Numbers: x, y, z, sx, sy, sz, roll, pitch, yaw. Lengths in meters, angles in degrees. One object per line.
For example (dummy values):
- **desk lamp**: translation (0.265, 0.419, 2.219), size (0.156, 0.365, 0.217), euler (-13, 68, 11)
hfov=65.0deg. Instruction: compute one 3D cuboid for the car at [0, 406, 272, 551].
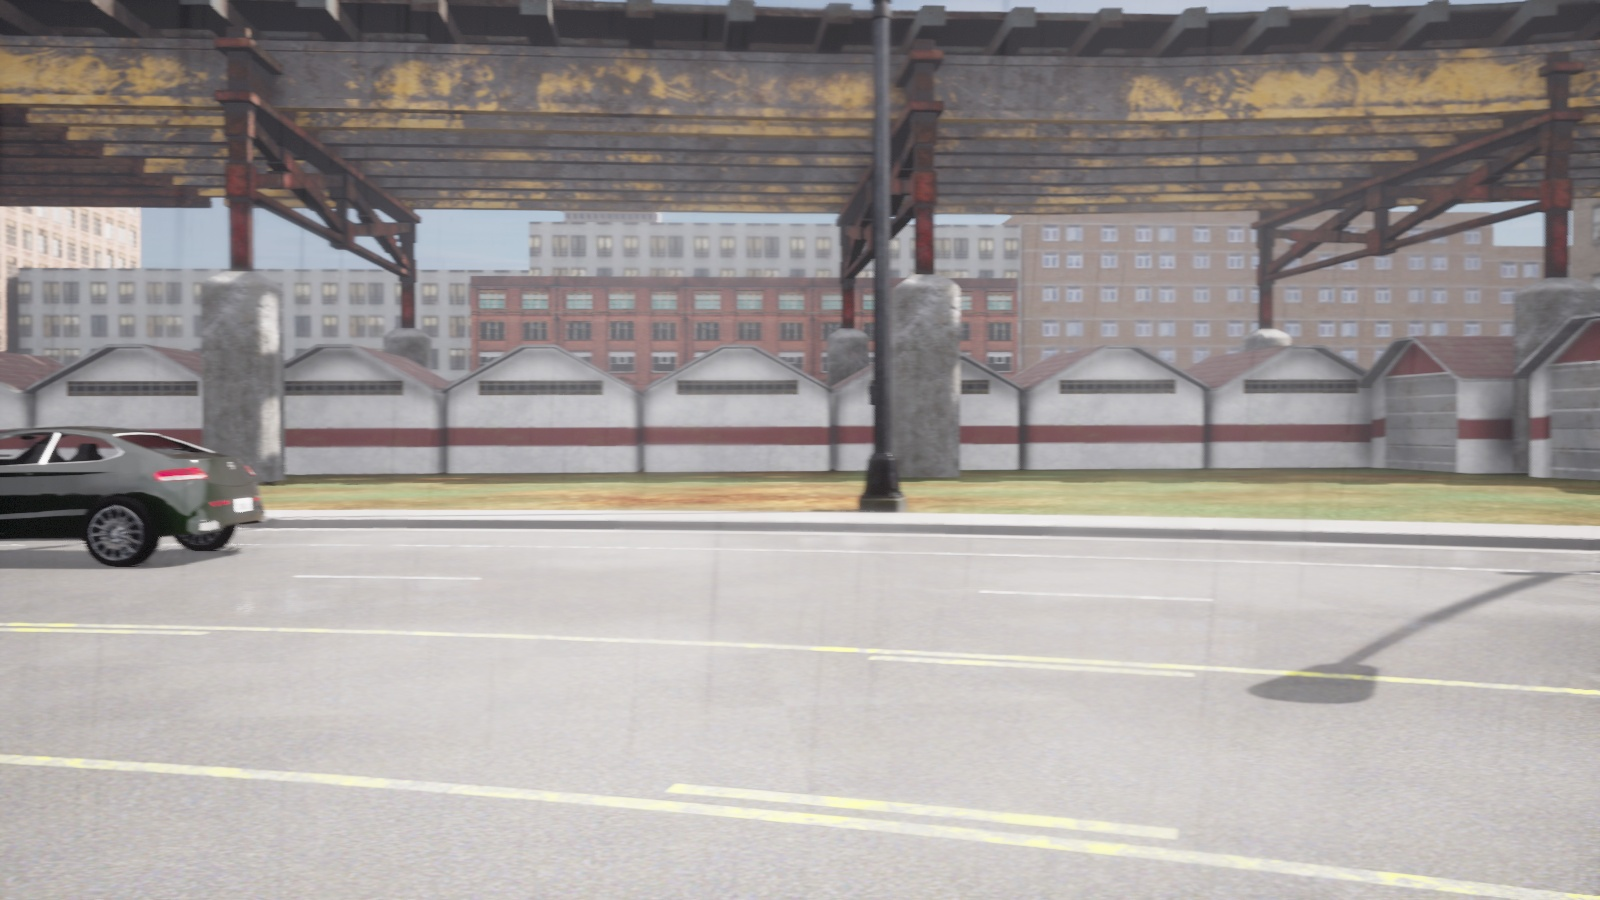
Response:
- **car**: translation (-9.483, 0.305, 15.499), size (5.027, 1.651, 2.152), euler (0, 1, 2)
